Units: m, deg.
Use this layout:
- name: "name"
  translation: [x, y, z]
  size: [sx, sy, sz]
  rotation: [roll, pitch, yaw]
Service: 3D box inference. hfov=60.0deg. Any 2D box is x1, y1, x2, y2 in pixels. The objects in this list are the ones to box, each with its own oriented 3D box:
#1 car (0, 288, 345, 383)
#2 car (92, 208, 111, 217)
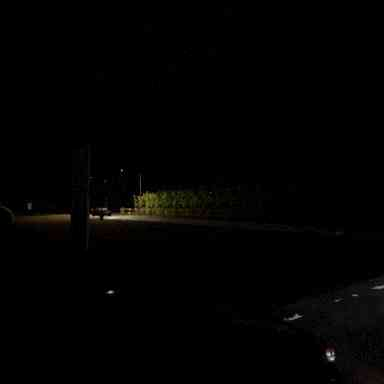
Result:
- name: "car"
  translation: [-0.702, 1.563, 2.454]
  size: [4.181, 1.385, 1.994]
  rotation: [0, 0, -36]
- name: "car"
  translation: [-14.447, 3.229, 53.054]
  size: [2.128, 1.511, 4.902]
  rotation: [1, -3, -35]
